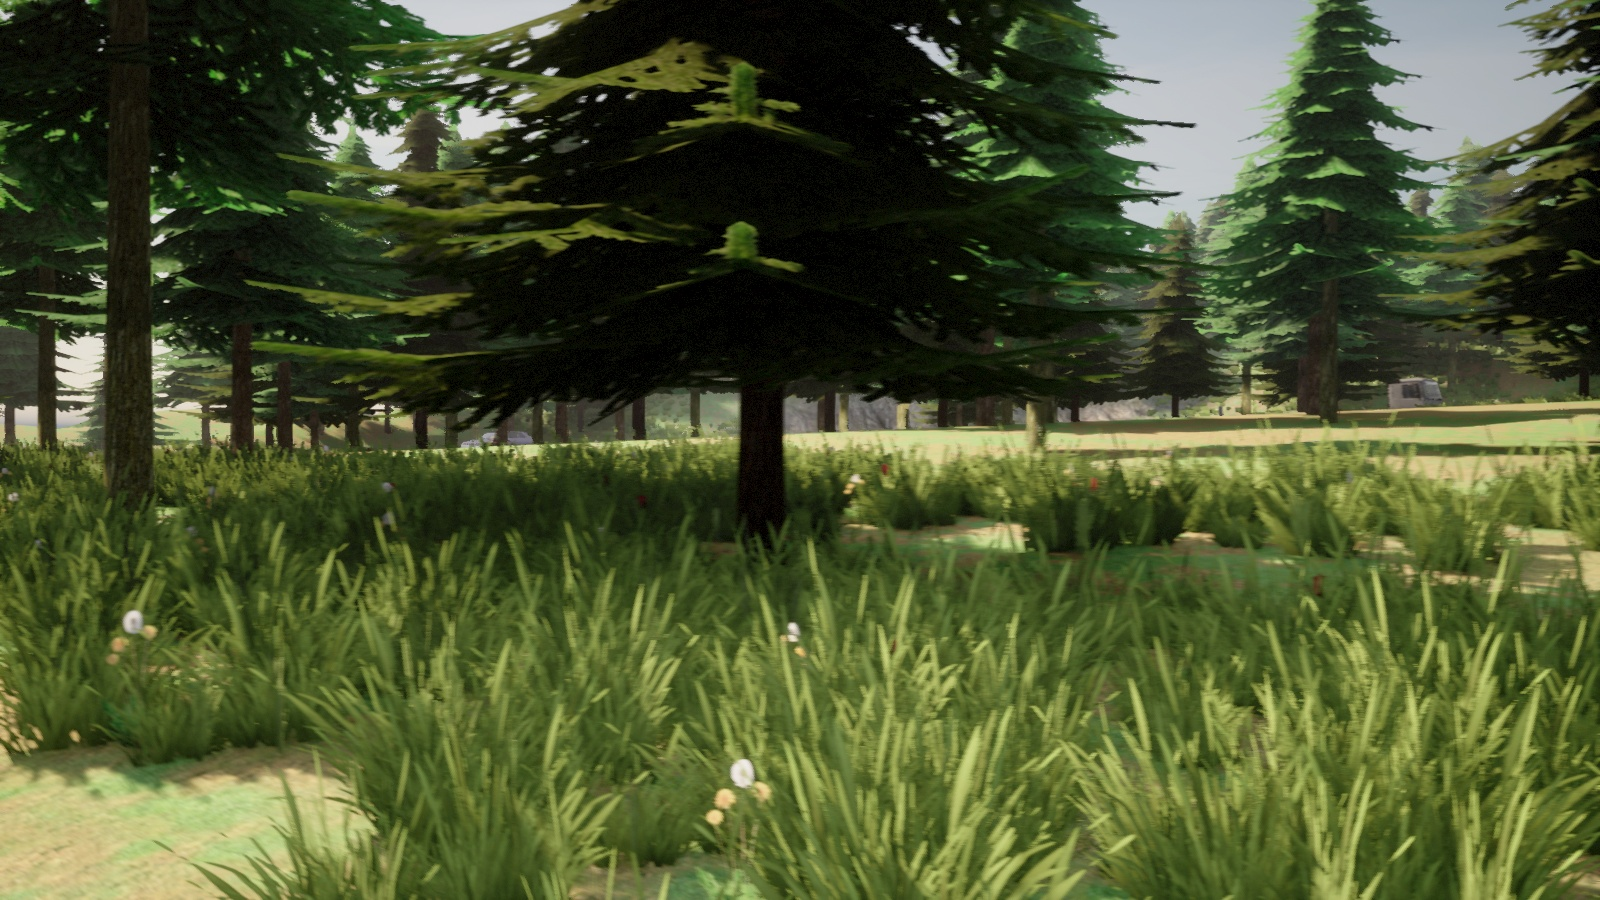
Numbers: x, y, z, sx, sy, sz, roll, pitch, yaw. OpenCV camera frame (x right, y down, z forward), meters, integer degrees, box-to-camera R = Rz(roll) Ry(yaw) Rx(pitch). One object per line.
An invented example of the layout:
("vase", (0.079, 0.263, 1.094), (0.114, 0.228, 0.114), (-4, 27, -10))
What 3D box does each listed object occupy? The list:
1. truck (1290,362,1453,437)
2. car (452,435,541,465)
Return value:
("truck", (33.338, -2.871, 73.514), (7.936, 3.462, 2.891), (-7, -3, 42))
("car", (-17.344, -0.024, 72.023), (2.033, 1.649, 4.856), (0, 1, 33))
